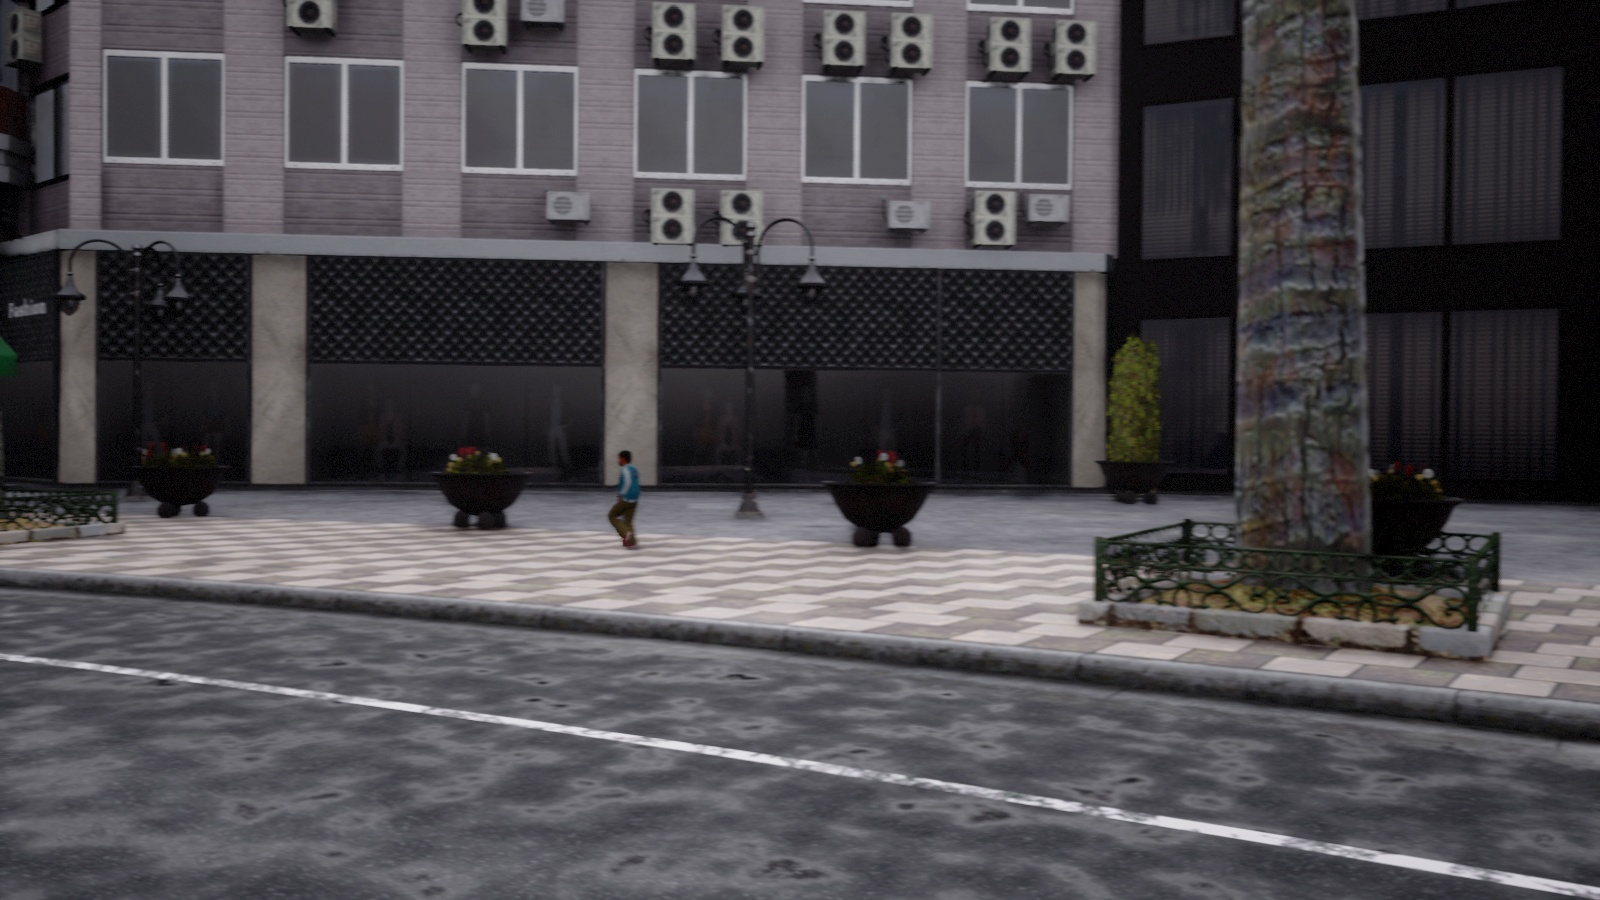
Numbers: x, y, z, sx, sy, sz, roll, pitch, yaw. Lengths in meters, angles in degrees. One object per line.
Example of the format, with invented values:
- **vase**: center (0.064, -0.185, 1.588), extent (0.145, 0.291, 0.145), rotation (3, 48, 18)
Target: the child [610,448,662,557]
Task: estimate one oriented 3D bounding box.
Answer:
- **child**: center (-1.828, 0.582, 14.023), extent (0.448, 1.192, 0.343), rotation (0, 1, 20)
